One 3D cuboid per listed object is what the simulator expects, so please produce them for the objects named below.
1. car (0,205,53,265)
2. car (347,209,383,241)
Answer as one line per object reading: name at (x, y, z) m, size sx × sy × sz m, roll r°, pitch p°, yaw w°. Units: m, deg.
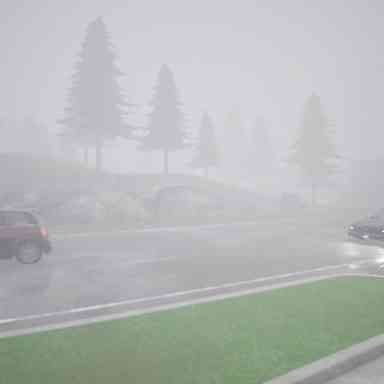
car at (-6.755, 1.310, 10.264) m, size 4.553 × 1.767 × 2.097 m, roll 0°, pitch 0°, yaw -23°
car at (9.305, 1.399, 14.775) m, size 5.357 × 1.411 × 2.033 m, roll -1°, pitch 0°, yaw -30°
